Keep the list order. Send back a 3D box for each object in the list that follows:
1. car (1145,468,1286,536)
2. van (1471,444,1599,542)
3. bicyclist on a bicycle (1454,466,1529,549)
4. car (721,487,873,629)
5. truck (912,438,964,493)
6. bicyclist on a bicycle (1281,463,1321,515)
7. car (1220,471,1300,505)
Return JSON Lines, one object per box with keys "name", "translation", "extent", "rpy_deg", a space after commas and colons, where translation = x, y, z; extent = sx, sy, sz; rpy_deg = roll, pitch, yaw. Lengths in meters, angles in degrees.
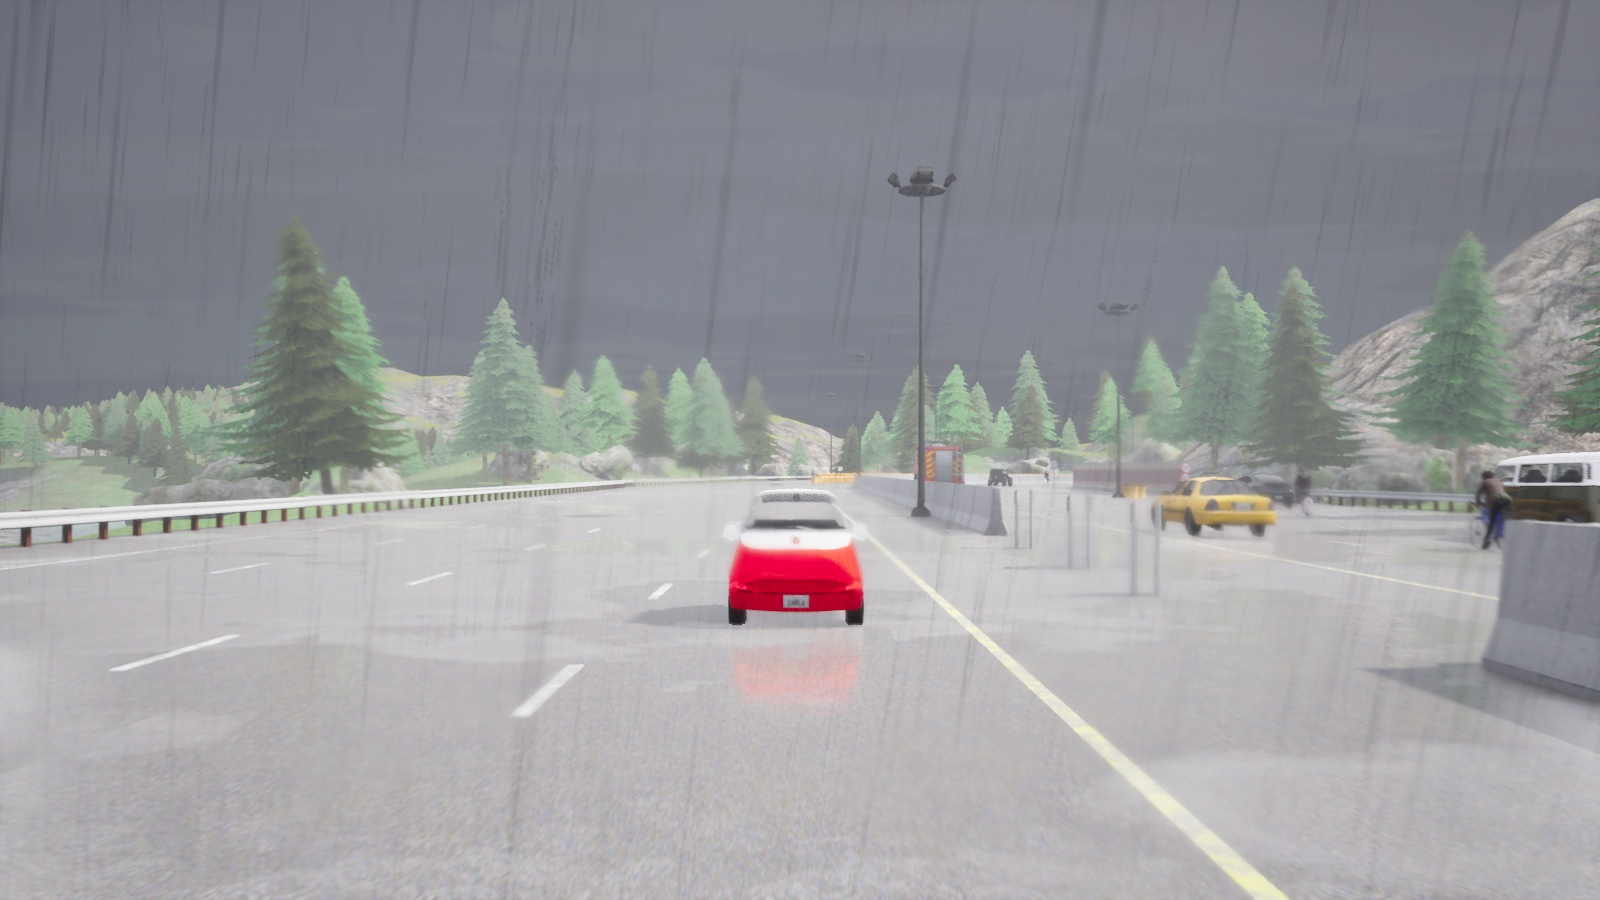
{"name": "car", "translation": [10.425, 1.248, 31.971], "extent": [1.801, 1.575, 5.366], "rpy_deg": [0, -1, 0]}
{"name": "van", "translation": [17.432, 0.943, 28.434], "extent": [2.069, 2.038, 4.480], "rpy_deg": [0, -1, 0]}
{"name": "bicyclist on a bicycle", "translation": [13.940, 1.136, 25.356], "extent": [0.582, 1.620, 1.656], "rpy_deg": [0, -1, 0]}
{"name": "car", "translation": [-0.031, 1.093, 13.426], "extent": [1.481, 1.376, 2.207], "rpy_deg": [0, -2, 0]}
{"name": "truck", "translation": [10.186, 1.172, 93.363], "extent": [2.891, 3.827, 8.468], "rpy_deg": [0, -1, 0]}
{"name": "bicyclist on a bicycle", "translation": [17.397, 1.346, 43.653], "extent": [0.659, 1.776, 1.843], "rpy_deg": [0, -1, 0]}
{"name": "car", "translation": [20.866, 1.693, 57.174], "extent": [1.837, 1.490, 4.892], "rpy_deg": [0, -1, 0]}
